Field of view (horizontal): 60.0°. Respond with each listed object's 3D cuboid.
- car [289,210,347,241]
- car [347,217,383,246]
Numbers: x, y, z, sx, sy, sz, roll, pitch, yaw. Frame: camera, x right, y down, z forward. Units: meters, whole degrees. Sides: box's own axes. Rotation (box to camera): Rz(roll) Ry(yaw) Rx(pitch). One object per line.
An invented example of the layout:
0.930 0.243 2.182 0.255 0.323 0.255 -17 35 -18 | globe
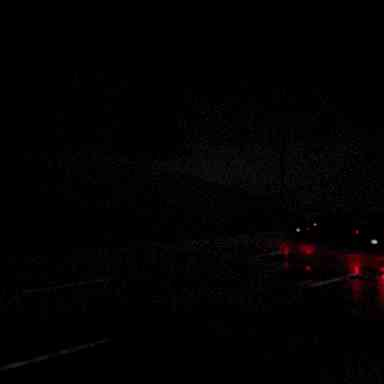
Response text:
7.032 1.675 17.543 4.674 1.442 1.812 1 -1 -36 | car
9.170 1.739 14.769 4.718 1.301 1.895 1 0 -36 | car
